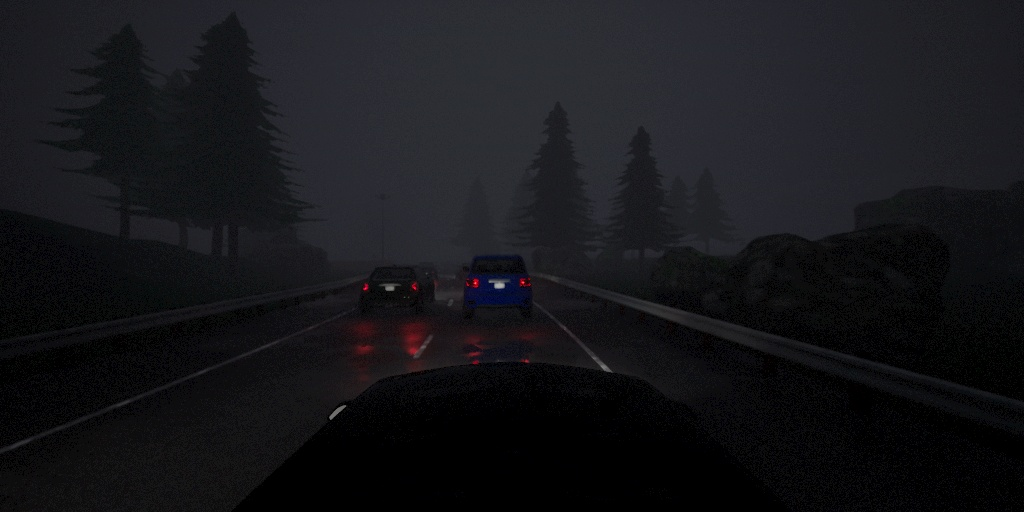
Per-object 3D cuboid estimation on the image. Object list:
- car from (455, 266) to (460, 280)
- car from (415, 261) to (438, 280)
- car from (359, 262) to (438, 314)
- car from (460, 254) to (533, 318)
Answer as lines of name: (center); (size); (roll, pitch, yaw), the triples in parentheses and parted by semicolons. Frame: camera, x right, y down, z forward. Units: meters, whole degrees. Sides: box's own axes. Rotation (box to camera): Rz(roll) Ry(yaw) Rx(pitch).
car: (-3.768, 1.266, 30.769); (1.994, 1.385, 4.181); (0, 0, -14)
car: (-7.563, 1.238, 31.564); (1.812, 1.442, 4.674); (0, 0, -14)
car: (-4.272, 1.090, 13.993); (2.097, 1.767, 4.553); (0, 0, -6)
car: (-0.615, 0.950, 13.109); (2.150, 2.045, 5.566); (0, 0, -5)
